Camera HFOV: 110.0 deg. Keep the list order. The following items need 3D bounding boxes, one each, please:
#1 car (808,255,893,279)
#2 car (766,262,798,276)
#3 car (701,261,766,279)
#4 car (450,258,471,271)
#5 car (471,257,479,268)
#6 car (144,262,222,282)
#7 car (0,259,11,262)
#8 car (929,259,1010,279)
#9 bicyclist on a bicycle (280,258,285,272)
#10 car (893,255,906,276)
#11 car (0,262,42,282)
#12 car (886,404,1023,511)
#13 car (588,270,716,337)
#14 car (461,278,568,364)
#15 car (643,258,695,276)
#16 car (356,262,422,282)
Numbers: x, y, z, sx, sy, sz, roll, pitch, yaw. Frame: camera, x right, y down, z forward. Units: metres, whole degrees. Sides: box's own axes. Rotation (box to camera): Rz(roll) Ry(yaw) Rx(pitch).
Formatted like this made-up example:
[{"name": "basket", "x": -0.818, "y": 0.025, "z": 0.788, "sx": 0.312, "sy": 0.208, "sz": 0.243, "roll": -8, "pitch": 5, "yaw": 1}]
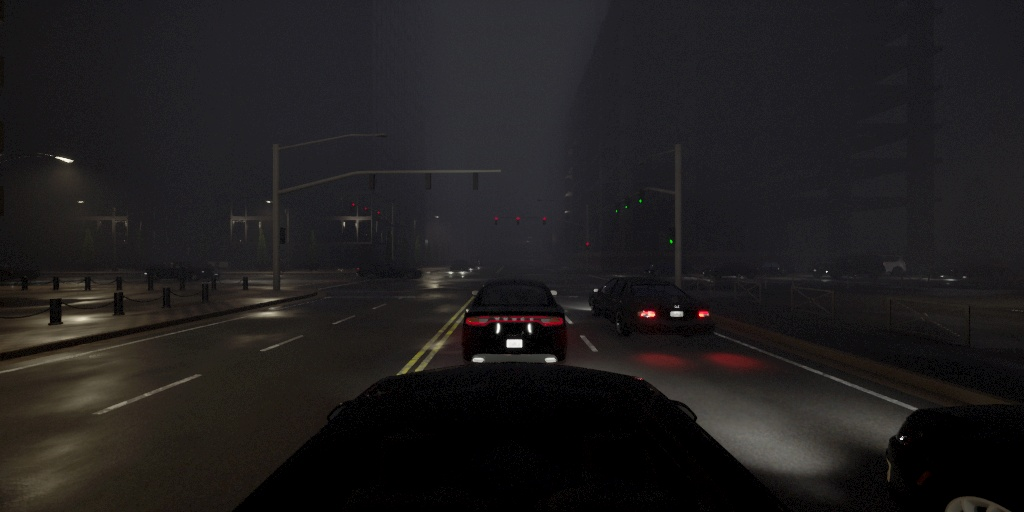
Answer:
[{"name": "car", "x": 29.420, "y": 0.916, "z": 31.558, "sx": 5.566, "sy": 2.045, "sz": 2.150, "roll": 0, "pitch": 0, "yaw": 0}, {"name": "car", "x": 24.698, "y": 1.242, "z": 35.044, "sx": 5.357, "sy": 1.411, "sz": 2.033, "roll": 0, "pitch": 0, "yaw": 0}, {"name": "car", "x": 19.154, "y": 1.220, "z": 31.503, "sx": 4.674, "sy": 1.442, "sz": 1.812, "roll": 0, "pitch": 0, "yaw": 0}, {"name": "car", "x": -7.093, "y": 1.227, "z": 48.512, "sx": 1.882, "sy": 1.535, "sz": 5.008, "roll": 0, "pitch": 0, "yaw": 0}, {"name": "car", "x": -7.081, "y": 1.297, "z": 59.025, "sx": 2.033, "sy": 1.411, "sz": 5.357, "roll": 0, "pitch": 0, "yaw": 0}, {"name": "car", "x": -25.034, "y": 1.187, "z": 27.373, "sx": 4.902, "sy": 1.511, "sz": 2.128, "roll": 0, "pitch": 0, "yaw": 0}, {"name": "car", "x": -51.177, "y": 1.046, "z": 34.783, "sx": 4.553, "sy": 1.767, "sz": 2.097, "roll": 0, "pitch": 0, "yaw": 1}, {"name": "car", "x": 39.912, "y": 1.172, "z": 31.575, "sx": 5.008, "sy": 1.535, "sz": 1.882, "roll": 0, "pitch": 0, "yaw": 0}, {"name": "bicyclist on a bicycle", "x": -25.408, "y": 0.995, "z": 39.334, "sx": 0.582, "sy": 1.620, "sz": 1.656, "roll": 0, "pitch": 0, "yaw": 0}, {"name": "car", "x": 35.034, "y": 0.916, "z": 35.074, "sx": 5.566, "sy": 2.045, "sz": 2.150, "roll": 0, "pitch": 0, "yaw": 0}, {"name": "car", "x": -39.429, "y": 1.295, "z": 27.484, "sx": 4.718, "sy": 1.301, "sz": 1.895, "roll": 0, "pitch": 0, "yaw": 1}, {"name": "car", "x": 3.600, "y": 1.255, "z": 0.511, "sx": 1.837, "sy": 1.490, "sz": 4.892, "roll": 0, "pitch": 0, "yaw": 0}, {"name": "car", "x": 3.571, "y": 1.297, "z": 10.248, "sx": 2.033, "sy": 1.411, "sz": 5.357, "roll": 0, "pitch": 0, "yaw": 0}, {"name": "car", "x": 0.055, "y": 1.228, "z": 8.124, "sx": 1.882, "sy": 1.535, "sz": 5.008, "roll": 0, "pitch": 0, "yaw": 0}, {"name": "car", "x": 15.230, "y": 1.046, "z": 35.031, "sx": 4.553, "sy": 1.767, "sz": 2.097, "roll": 0, "pitch": 0, "yaw": 0}, {"name": "car", "x": -9.686, "y": 1.210, "z": 28.421, "sx": 4.902, "sy": 1.511, "sz": 2.128, "roll": 0, "pitch": 0, "yaw": -14}]
